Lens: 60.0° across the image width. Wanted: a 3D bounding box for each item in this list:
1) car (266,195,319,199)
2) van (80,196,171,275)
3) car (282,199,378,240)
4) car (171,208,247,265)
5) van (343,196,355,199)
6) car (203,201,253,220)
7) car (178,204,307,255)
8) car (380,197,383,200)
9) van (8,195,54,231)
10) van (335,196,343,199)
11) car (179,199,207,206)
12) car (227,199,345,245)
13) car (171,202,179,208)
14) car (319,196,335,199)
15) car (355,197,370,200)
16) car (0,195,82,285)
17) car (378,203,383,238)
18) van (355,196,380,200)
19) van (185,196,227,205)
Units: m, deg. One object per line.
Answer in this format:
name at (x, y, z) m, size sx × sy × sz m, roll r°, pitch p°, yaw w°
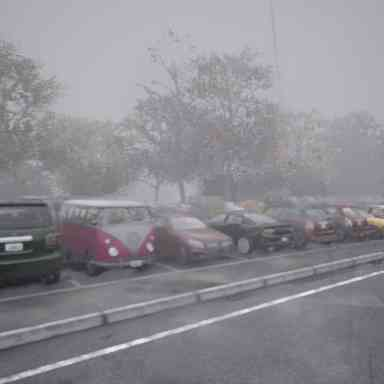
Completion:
car at (10.100, 1.380, 35.453) m, size 2.435 × 2.045 × 5.566 m, roll 1°, pitch 0°, yaw -35°
van at (-2.683, 1.219, 10.177) m, size 1.878 × 1.987 × 4.442 m, roll 1°, pitch 0°, yaw -35°
car at (6.311, 1.403, 16.690) m, size 2.185 × 1.767 × 4.553 m, roll 1°, pitch 0°, yaw -35°
car at (-0.493, 1.506, 11.884) m, size 2.002 × 1.452 × 4.674 m, roll 1°, pitch 0°, yaw -35°
van at (16.784, 1.468, 40.392) m, size 1.878 × 1.987 × 4.442 m, roll 1°, pitch 0°, yaw -35°
car at (3.210, 1.608, 30.582) m, size 2.002 × 1.452 × 4.674 m, roll 1°, pitch 0°, yaw -35°
car at (1.773, 1.487, 13.488) m, size 2.097 × 1.535 × 5.008 m, roll 1°, pitch 0°, yaw -35°
car at (23.599, 1.794, 45.140) m, size 2.163 × 1.488 × 4.792 m, roll 1°, pitch 0°, yaw -35°
van at (-10.290, 1.219, 21.104) m, size 1.878 × 1.987 × 4.442 m, roll 1°, pitch 0°, yaw -35°
van at (14.663, 1.447, 38.594) m, size 1.878 × 1.987 × 4.442 m, roll 1°, pitch 0°, yaw -35°
car at (-1.198, 1.568, 27.436) m, size 2.002 × 1.452 × 4.674 m, roll 1°, pitch 0°, yaw -35°
car at (4.050, 1.382, 15.079) m, size 2.185 × 1.767 × 4.553 m, roll 1°, pitch 0°, yaw -35°
car at (-3.452, 1.507, 25.825) m, size 2.097 × 1.535 × 5.008 m, roll 1°, pitch 0°, yaw -35°
car at (12.356, 1.401, 37.060) m, size 2.435 × 2.045 × 5.566 m, roll 1°, pitch 0°, yaw -35°
car at (19.103, 1.714, 41.907) m, size 2.097 × 1.535 × 5.008 m, roll 1°, pitch 0°, yaw -35°
car at (-5.028, 1.173, 8.685) m, size 2.435 × 2.045 × 5.566 m, roll 1°, pitch 0°, yaw -35°
car at (8.661, 1.546, 18.174) m, size 1.946 × 1.575 × 5.366 m, roll 1°, pitch 0°, yaw -35°
van at (21.439, 1.512, 43.432) m, size 1.878 × 1.987 × 4.442 m, roll 1°, pitch 0°, yaw -36°
van at (0.889, 1.322, 29.068) m, size 1.878 × 1.987 × 4.442 m, roll 1°, pitch 0°, yaw -35°
